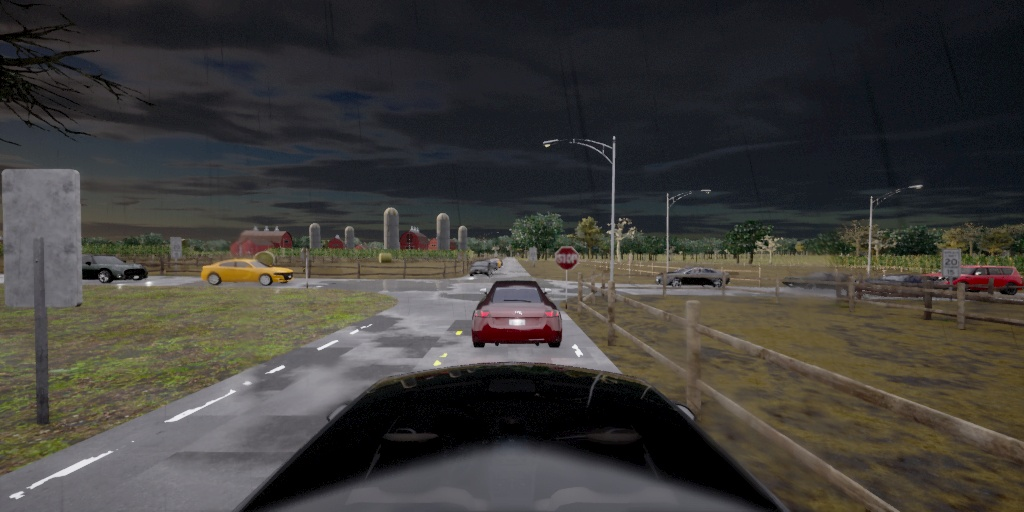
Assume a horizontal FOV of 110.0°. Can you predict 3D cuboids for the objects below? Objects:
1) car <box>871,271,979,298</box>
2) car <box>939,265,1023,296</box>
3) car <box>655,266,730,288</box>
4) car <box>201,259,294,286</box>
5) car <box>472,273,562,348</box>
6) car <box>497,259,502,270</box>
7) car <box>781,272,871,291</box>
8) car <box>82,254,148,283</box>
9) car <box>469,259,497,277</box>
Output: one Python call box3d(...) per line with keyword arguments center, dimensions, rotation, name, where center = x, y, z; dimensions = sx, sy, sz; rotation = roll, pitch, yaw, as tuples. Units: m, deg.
box3d(center=(25.181, 1.858, 22.544), dimensions=(5.357, 1.411, 2.033), rotation=(1, 1, 0), name="car")
box3d(center=(32.567, 1.665, 25.524), dimensions=(5.566, 2.045, 2.150), rotation=(1, 1, 0), name="car")
box3d(center=(12.755, 1.486, 25.420), dimensions=(4.902, 1.511, 2.128), rotation=(1, 1, 0), name="car")
box3d(center=(-16.326, 0.979, 22.302), dimensions=(5.008, 1.535, 1.882), rotation=(1, 1, 0), name="car")
box3d(center=(0.099, 1.311, 9.267), dimensions=(1.994, 1.385, 4.181), rotation=(0, 0, 0), name="car")
box3d(center=(-2.838, 1.199, 47.778), dimensions=(2.128, 1.511, 4.902), rotation=(0, 0, 0), name="car")
box3d(center=(22.048, 1.796, 25.476), dimensions=(4.718, 1.301, 1.895), rotation=(1, 1, 0), name="car")
box3d(center=(-25.572, 0.703, 22.249), dimensions=(4.553, 1.767, 2.097), rotation=(1, 1, 0), name="car")
box3d(center=(-2.960, 1.230, 35.361), dimensions=(1.837, 1.490, 4.892), rotation=(0, 0, 4), name="car")
